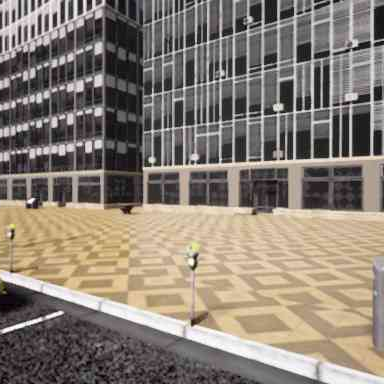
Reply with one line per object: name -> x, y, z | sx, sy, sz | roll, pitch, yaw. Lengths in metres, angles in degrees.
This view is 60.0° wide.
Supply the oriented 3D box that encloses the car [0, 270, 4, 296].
car -> -5.804, 1.519, 7.011 | 4.829, 1.417, 1.752 | 0, 0, 36
